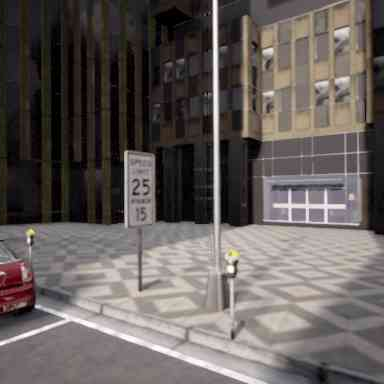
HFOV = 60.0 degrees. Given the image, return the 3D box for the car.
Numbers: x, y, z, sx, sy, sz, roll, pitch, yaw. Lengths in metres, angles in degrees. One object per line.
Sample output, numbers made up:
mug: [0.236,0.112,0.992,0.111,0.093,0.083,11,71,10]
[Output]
car: [-4.898,1.512,6.460,4.097,1.590,1.967,-1,0,36]
